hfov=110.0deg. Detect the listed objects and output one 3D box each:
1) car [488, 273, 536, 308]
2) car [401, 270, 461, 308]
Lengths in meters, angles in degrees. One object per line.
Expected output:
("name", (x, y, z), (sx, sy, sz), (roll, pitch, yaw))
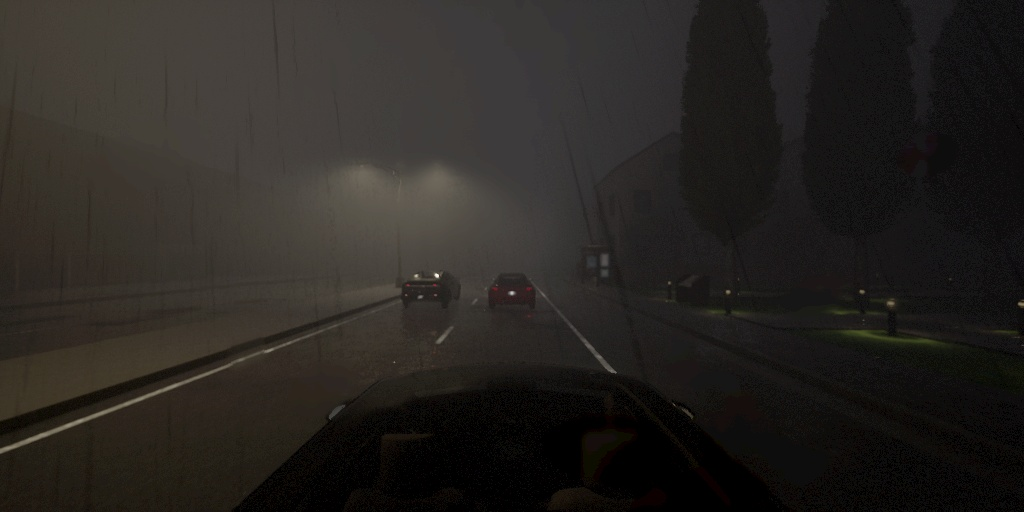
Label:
("car", (0.005, 1.453, 16.110), (1.994, 1.385, 4.181), (0, -1, 0))
("car", (-3.496, 1.382, 16.129), (2.128, 1.511, 4.902), (0, 0, 0))
